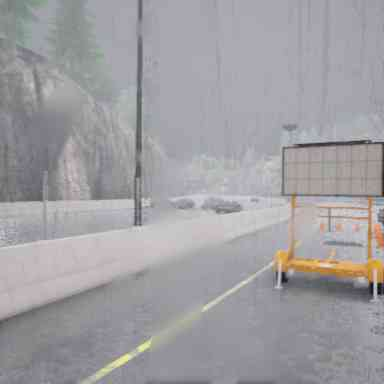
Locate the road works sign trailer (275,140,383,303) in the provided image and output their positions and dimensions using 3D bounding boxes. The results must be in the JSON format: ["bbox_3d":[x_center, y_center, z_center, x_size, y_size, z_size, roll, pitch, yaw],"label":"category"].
[{"bbox_3d":[3.593,0.514,8.640,2.380,3.560,2.880,1,0,27],"label":"road works sign trailer"}]

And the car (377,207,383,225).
[{"bbox_3d":[15.405,1.733,25.370,1.812,1.442,4.674,1,0,23],"label":"car"}]

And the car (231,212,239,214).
[{"bbox_3d":[3.991,1.634,34.921,2.033,1.411,5.357,1,0,21],"label":"car"}]
